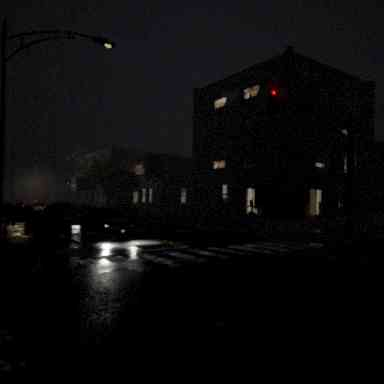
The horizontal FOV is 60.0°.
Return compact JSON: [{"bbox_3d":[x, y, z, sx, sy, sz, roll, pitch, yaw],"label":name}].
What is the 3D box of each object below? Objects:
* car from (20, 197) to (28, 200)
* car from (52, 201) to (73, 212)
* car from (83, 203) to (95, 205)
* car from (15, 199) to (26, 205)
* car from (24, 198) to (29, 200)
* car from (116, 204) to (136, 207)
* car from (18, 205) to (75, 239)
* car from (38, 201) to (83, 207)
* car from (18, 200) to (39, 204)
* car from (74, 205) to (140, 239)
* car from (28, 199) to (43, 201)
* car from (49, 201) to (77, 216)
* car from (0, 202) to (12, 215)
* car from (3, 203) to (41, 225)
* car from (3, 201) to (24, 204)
[{"bbox_3d":[-39.049,2.168,77.405,2.192,1.841,5.009,1,-1,-35],"label":"car"},{"bbox_3d":[-19.127,2.064,49.026,1.752,1.417,4.829,1,-1,-35],"label":"car"},{"bbox_3d":[-12.646,1.990,39.849,2.008,1.369,4.403,1,-1,-35],"label":"car"},{"bbox_3d":[-42.318,2.431,82.077,1.752,1.417,4.829,1,-1,-35],"label":"car"},{"bbox_3d":[-32.710,2.333,68.333,1.802,1.307,4.206,1,-1,-35],"label":"car"},{"bbox_3d":[-6.441,1.785,30.987,1.967,1.590,4.097,1,-1,-35],"label":"car"},{"bbox_3d":[-7.733,1.622,17.759,1.887,1.381,4.507,1,-1,-35],"label":"car"},{"bbox_3d":[-10.655,1.717,26.700,1.837,1.490,4.892,1,-1,-35],"label":"car"},{"bbox_3d":[-20.858,1.971,41.364,1.895,1.301,4.718,1,-1,-34],"label":"car"},{"bbox_3d":[-4.700,1.648,18.177,1.812,1.442,4.674,1,-1,-35],"label":"car"},{"bbox_3d":[-29.540,2.141,63.800,1.967,1.590,4.097,1,-1,-35],"label":"car"},{"bbox_3d":[-15.065,1.864,38.588,1.882,1.535,5.008,1,-1,-35],"label":"car"},{"bbox_3d":[-22.348,1.852,38.713,2.008,1.369,4.403,1,-1,-35],"label":"car"},{"bbox_3d":[-12.892,1.737,25.135,1.802,1.307,4.206,1,-1,-35],"label":"car"},{"bbox_3d":[-18.049,1.800,32.513,1.947,1.339,4.313,1,-1,-35],"label":"car"}]
